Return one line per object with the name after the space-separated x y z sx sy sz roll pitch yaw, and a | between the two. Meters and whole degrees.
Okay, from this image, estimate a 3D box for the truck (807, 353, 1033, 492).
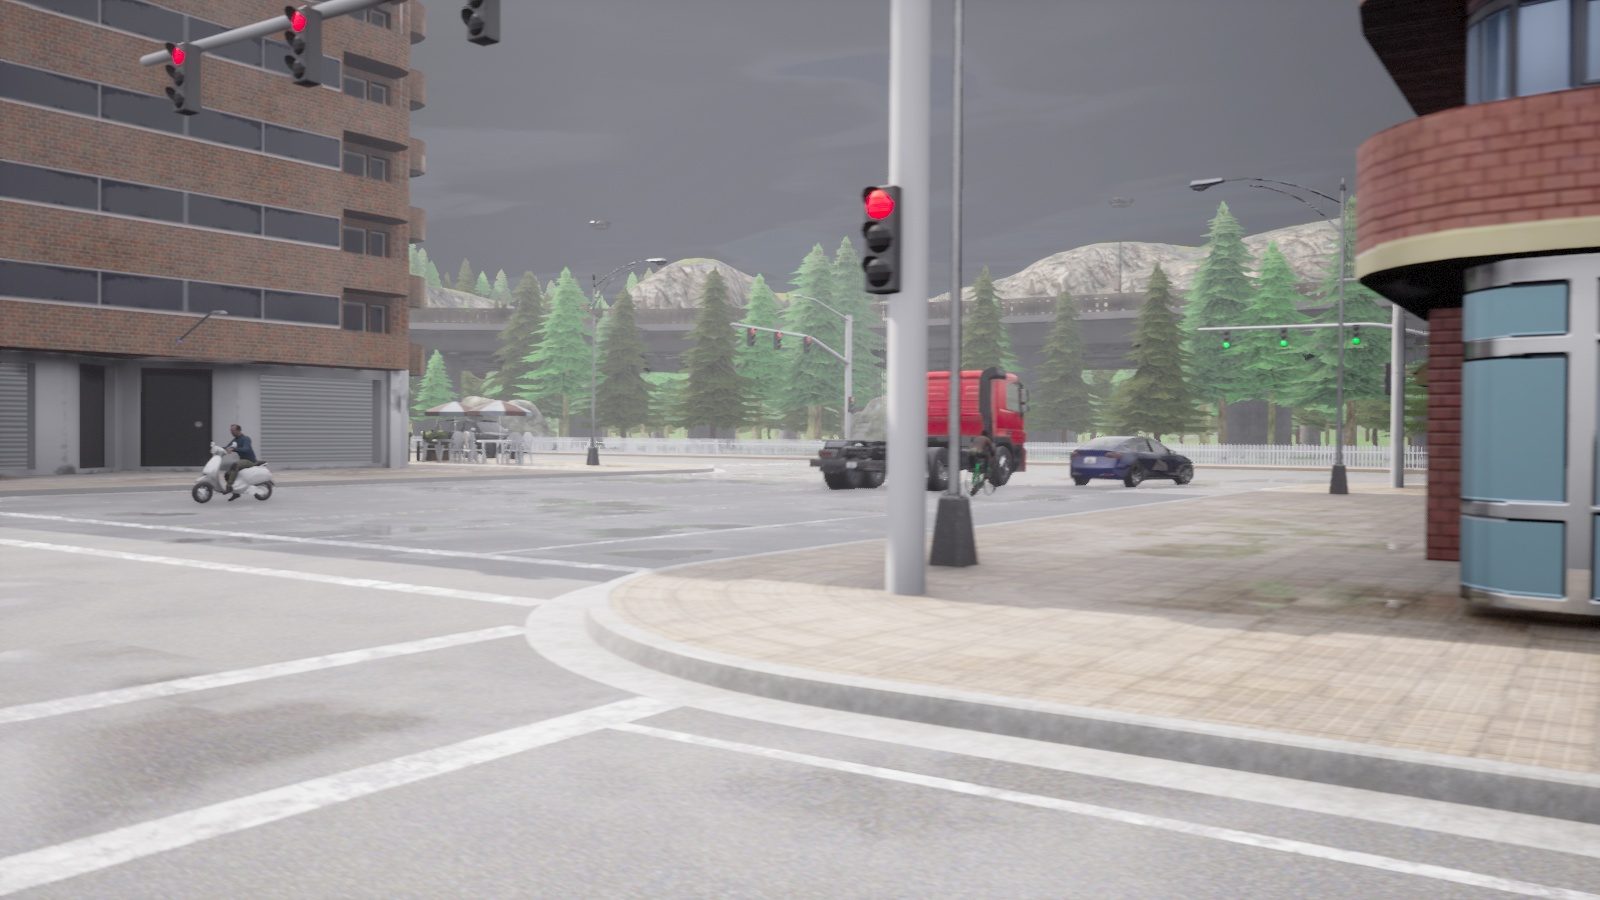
3.611 -0.739 35.390 2.891 3.462 7.936 0 1 34 | truck

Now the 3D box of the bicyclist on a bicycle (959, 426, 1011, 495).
4.500 0.250 30.435 0.582 1.620 1.656 0 0 34 | bicyclist on a bicycle

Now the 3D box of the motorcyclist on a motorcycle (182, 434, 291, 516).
-11.444 0.479 25.536 0.866 1.590 1.817 0 1 34 | motorcyclist on a motorcycle

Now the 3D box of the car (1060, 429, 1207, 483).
10.083 0.142 37.780 2.163 1.488 4.792 0 1 45 | car

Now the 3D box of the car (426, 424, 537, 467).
-15.960 -0.237 62.753 5.566 2.045 2.150 0 1 33 | car
